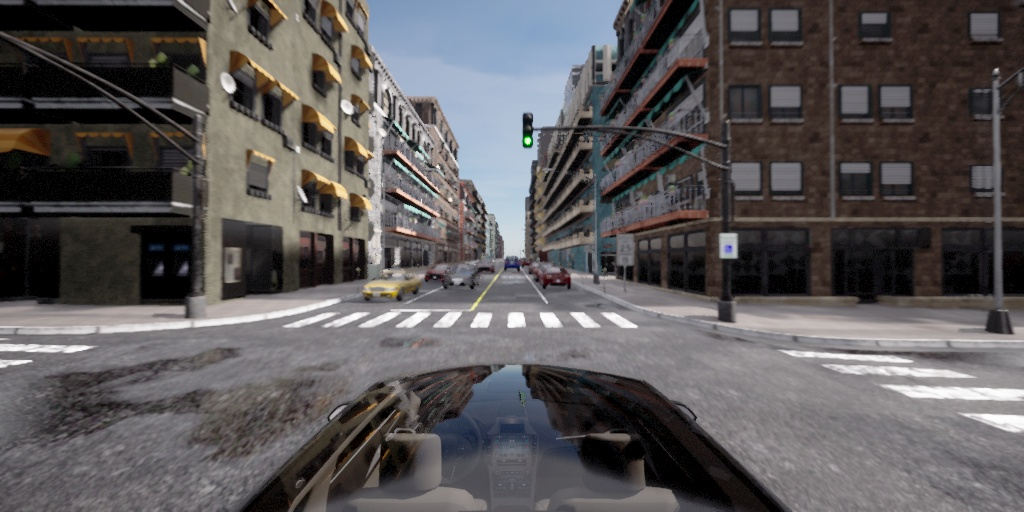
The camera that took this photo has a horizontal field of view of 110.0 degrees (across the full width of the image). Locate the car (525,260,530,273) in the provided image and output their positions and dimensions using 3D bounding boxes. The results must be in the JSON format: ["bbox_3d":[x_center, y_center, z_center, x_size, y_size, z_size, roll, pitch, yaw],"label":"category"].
[{"bbox_3d":[2.691,1.357,39.698,1.802,1.307,4.207,0,0,0],"label":"car"}]

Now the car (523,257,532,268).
[{"bbox_3d":[2.692,1.107,61.793,2.192,1.841,5.009,0,0,0],"label":"car"}]

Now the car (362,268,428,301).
[{"bbox_3d":[-5.690,1.286,17.449,1.751,1.417,4.829,0,0,0],"label":"car"}]

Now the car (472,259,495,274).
[{"bbox_3d":[-3.075,1.128,41.915,2.097,1.767,4.553,0,0,0],"label":"car"}]

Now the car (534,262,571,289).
[{"bbox_3d":[2.691,1.308,23.128,1.888,1.381,4.507,0,0,0],"label":"car"}]

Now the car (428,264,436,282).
[{"bbox_3d":[-5.690,1.313,28.665,1.888,1.381,4.507,0,0,0],"label":"car"}]

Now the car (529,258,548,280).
[{"bbox_3d":[2.691,1.207,28.652,1.967,1.591,4.097,0,0,0],"label":"car"}]

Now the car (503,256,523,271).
[{"bbox_3d":[0.001,1.003,48.586,2.150,2.045,5.566,0,0,0],"label":"car"}]

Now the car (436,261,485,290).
[{"bbox_3d":[-3.096,1.254,22.638,2.128,1.511,4.902,0,0,0],"label":"car"}]
